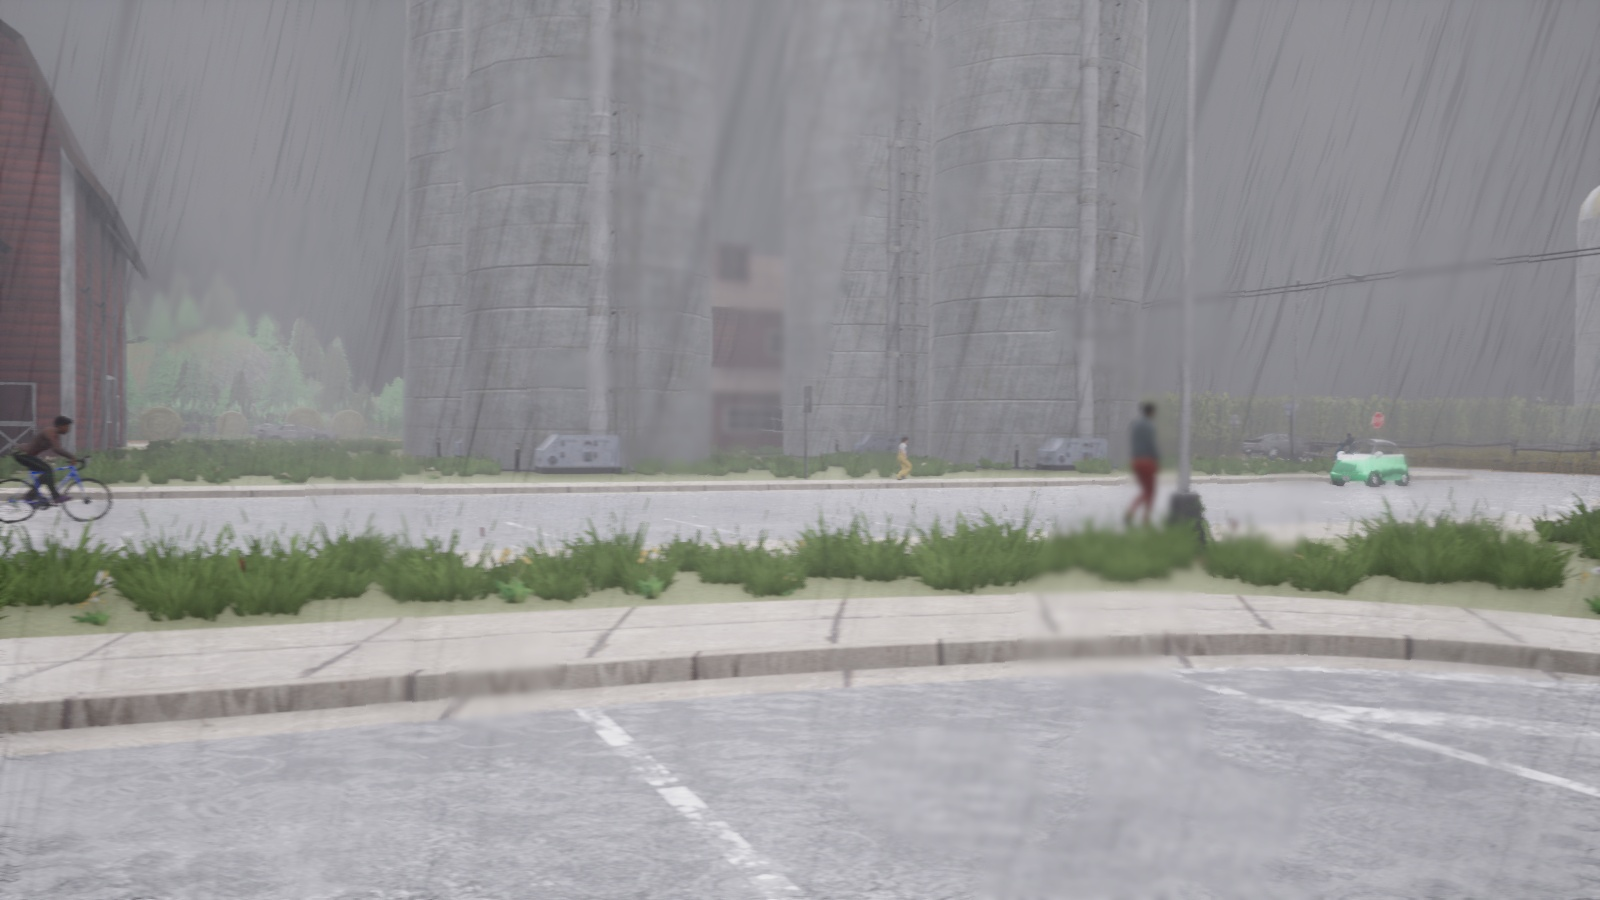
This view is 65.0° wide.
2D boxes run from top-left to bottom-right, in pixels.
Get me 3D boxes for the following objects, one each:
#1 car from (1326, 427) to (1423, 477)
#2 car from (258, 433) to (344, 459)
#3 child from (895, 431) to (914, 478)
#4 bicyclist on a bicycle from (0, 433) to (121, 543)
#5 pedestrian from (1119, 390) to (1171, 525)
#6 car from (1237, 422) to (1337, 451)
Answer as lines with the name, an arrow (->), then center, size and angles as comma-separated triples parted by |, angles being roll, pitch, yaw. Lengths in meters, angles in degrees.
car -> 16.526, 0.030, 36.149 | 2.207, 1.376, 1.481 | -1, 1, -27
car -> -31.443, -0.256, 79.177 | 4.902, 1.511, 2.128 | -1, 1, -25
child -> 2.845, 0.109, 34.226 | 0.437, 1.263, 0.270 | -1, 1, -22
bicyclist on a bicycle -> -11.310, 0.557, 19.126 | 1.656, 1.620, 0.582 | -1, 1, -25
pedestrian -> 4.800, 0.093, 17.466 | 0.614, 1.847, 0.353 | -1, 1, -26
car -> 26.767, -0.759, 69.037 | 4.902, 1.511, 2.128 | -1, 1, -20
